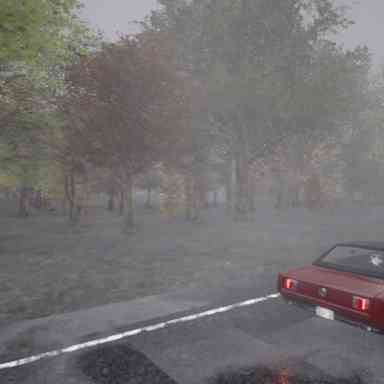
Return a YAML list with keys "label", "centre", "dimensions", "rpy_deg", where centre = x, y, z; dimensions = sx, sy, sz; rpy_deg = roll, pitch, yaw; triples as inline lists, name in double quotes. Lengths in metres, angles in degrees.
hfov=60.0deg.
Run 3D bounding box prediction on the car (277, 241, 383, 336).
- label: "car"
  centre: [3.911, 1.640, 6.539]
  dimensions: [4.718, 1.301, 1.895]
  rpy_deg: [0, 0, -36]
